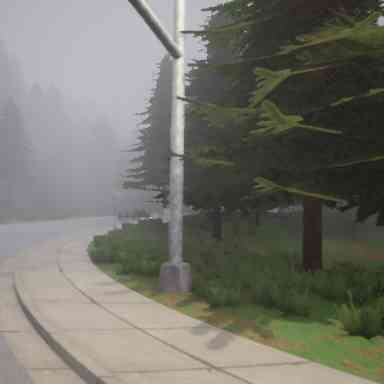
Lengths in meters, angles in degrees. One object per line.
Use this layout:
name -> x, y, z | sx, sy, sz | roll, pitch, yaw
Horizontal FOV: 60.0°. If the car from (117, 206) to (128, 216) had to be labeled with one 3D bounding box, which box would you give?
car -> -6.119, 2.176, 35.196 | 1.994, 1.385, 4.181 | 0, -1, 21
